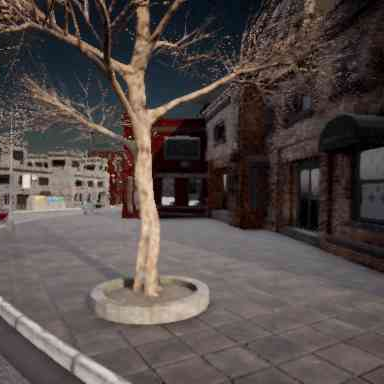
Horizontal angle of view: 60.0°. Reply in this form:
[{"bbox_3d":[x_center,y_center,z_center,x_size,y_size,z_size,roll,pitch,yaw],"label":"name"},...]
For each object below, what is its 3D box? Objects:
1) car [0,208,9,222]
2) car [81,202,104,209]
[{"bbox_3d":[-16.132,1.835,26.531,1.895,1.301,4.718,1,-1,-9],"label":"car"},{"bbox_3d":[-16.806,2.291,56.355,1.895,1.301,4.718,1,-1,12],"label":"car"}]
